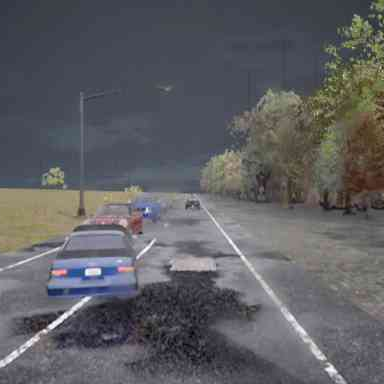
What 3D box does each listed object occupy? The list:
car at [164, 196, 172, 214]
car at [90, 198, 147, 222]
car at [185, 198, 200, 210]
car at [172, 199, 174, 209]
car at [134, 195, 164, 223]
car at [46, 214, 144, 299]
[{"bbox_3d":[-3.588,1.355,35.629,2.097,1.767,4.553,0,0,0],"label":"car"},{"bbox_3d":[-3.669,1.355,15.960,2.097,1.767,4.553,0,0,1],"label":"car"},{"bbox_3d":[0.065,1.505,43.749,1.837,1.490,4.892,0,0,-1],"label":"car"},{"bbox_3d":[-3.585,1.352,45.636,2.097,1.767,4.553,0,0,0],"label":"car"},{"bbox_3d":[-3.600,1.225,25.625,2.150,2.045,5.566,0,0,-1],"label":"car"},{"bbox_3d":[-2.413,1.549,8.698,2.033,1.411,5.357,0,0,-13],"label":"car"}]
